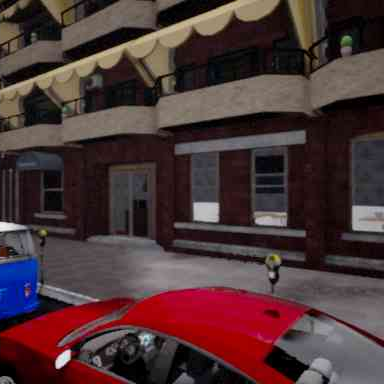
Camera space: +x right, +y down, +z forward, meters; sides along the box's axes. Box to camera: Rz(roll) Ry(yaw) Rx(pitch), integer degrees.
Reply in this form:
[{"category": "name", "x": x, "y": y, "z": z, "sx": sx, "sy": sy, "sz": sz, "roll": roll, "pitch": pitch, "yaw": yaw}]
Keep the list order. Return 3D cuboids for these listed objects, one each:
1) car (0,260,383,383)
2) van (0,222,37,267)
[{"category": "car", "x": -0.015, "y": 1.555, "z": 2.881, "sx": 4.507, "sy": 1.381, "sz": 1.887, "roll": 0, "pitch": 0, "yaw": 35}, {"category": "van", "x": -4.514, "y": 1.385, "z": 6.087, "sx": 3.998, "sy": 1.788, "sz": 1.690, "roll": 0, "pitch": 0, "yaw": 35}]
